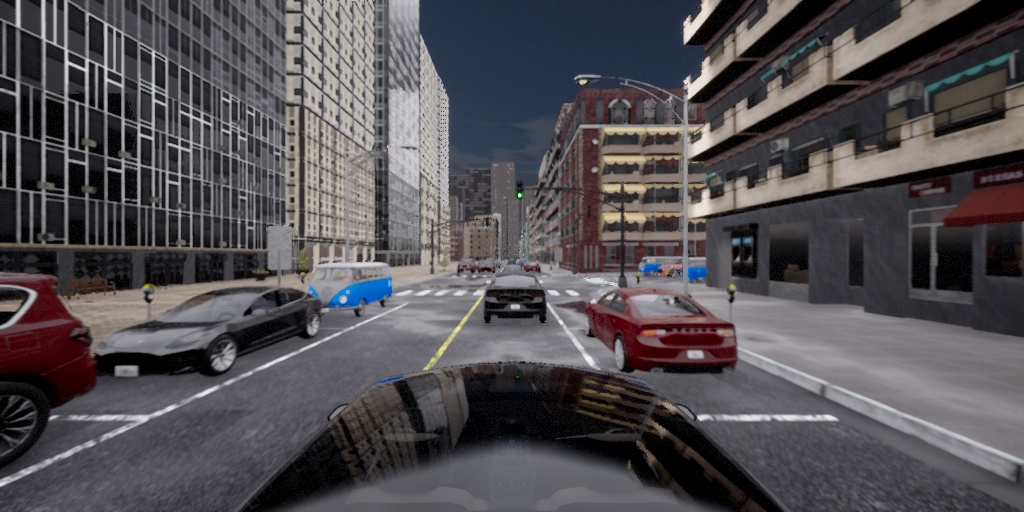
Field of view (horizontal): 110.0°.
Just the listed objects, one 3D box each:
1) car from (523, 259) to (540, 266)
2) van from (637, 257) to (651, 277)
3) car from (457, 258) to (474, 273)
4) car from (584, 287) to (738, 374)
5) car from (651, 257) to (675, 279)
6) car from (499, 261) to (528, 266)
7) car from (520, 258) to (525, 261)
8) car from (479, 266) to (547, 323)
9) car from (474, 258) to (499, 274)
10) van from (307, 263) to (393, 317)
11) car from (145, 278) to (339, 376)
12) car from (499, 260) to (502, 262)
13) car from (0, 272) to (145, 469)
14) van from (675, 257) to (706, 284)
[{"bbox_3d":[2.690,1.447,45.388,1.888,1.381,4.507,0,0,0],"label":"car"},{"bbox_3d":[13.721,0.963,32.962,3.998,1.789,1.690,0,0,0],"label":"van"},{"bbox_3d":[-5.691,1.217,45.389,2.192,1.841,5.009,0,0,0],"label":"car"},{"bbox_3d":[2.688,1.312,7.476,1.888,1.381,4.507,0,0,0],"label":"car"},{"bbox_3d":[14.699,0.965,30.376,4.553,1.767,2.097,-1,0,0],"label":"car"},{"bbox_3d":[0.103,1.403,33.266,2.033,1.411,5.357,0,0,0],"label":"car"},{"bbox_3d":[2.690,1.385,56.443,1.967,1.591,4.097,0,0,0],"label":"car"},{"bbox_3d":[0.098,1.261,12.379,1.882,1.535,5.008,0,0,0],"label":"car"},{"bbox_3d":[-3.087,1.252,44.679,2.097,1.767,4.553,0,0,0],"label":"car"},{"bbox_3d":[-5.692,1.126,13.000,1.690,1.789,3.998,0,0,0],"label":"van"},{"bbox_3d":[-5.692,1.333,7.477,1.948,1.339,4.313,0,0,0],"label":"car"},{"bbox_3d":[-3.001,1.525,64.289,2.033,1.411,5.357,0,0,0],"label":"car"},{"bbox_3d":[-5.692,1.065,1.954,2.192,1.841,5.009,0,0,0],"label":"car"},{"bbox_3d":[13.742,0.975,24.581,3.998,1.789,1.690,0,0,0],"label":"van"}]
